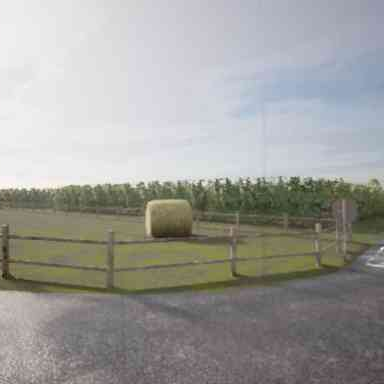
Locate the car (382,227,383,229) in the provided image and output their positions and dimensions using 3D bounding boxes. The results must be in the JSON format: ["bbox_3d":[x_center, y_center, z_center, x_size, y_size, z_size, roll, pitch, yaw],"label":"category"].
[{"bbox_3d":[9.357,1.819,14.041,2.128,1.511,4.902,-2,-2,36],"label":"car"}]
